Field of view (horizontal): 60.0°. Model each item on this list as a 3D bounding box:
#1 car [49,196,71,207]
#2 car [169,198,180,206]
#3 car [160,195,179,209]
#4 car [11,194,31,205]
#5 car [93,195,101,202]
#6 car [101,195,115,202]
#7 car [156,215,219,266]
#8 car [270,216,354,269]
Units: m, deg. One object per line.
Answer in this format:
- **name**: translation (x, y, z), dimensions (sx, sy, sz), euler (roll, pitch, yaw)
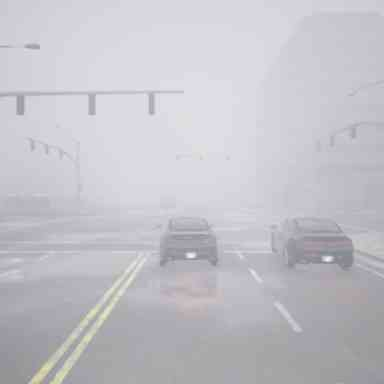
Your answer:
- **car**: translation (-26.690, 1.793, 67.304), dimensions (1.970, 1.475, 3.806), euler (0, 0, 0)
- **car**: translation (-3.492, 1.889, 65.918), dimensions (1.837, 1.490, 4.892), euler (0, 0, 0)
- **car**: translation (-3.561, 1.517, 50.455), dimensions (2.150, 2.045, 5.566), euler (0, 0, 0)
- **car**: translation (-43.541, 1.658, 84.800), dimensions (1.905, 1.878, 3.866), euler (0, 0, 0)
- **car**: translation (-23.917, 1.656, 84.761), dimensions (1.905, 1.878, 3.866), euler (0, 0, 0)
- **car**: translation (-21.023, 1.653, 84.696), dimensions (1.932, 1.855, 4.605), euler (0, 0, 0)
- **car**: translation (-0.224, 1.575, 11.895), dimensions (1.837, 1.490, 4.892), euler (0, 0, -5)
- **car**: translation (3.892, 1.572, 11.424), dimensions (1.837, 1.490, 4.892), euler (0, 0, 5)
